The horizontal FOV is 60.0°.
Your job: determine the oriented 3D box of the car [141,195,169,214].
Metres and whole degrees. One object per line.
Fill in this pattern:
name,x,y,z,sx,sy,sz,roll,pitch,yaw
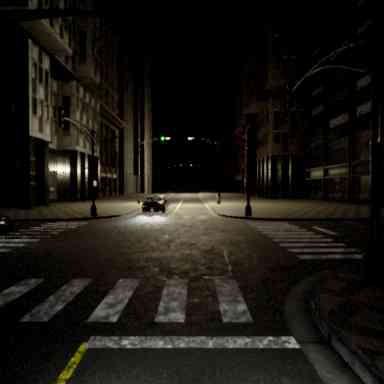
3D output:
car,-3.002,1.027,27.768,2.128,1.511,4.902,0,2,1

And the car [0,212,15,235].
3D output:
car,-10.256,1.339,14.894,4.181,1.385,1.994,0,2,8
